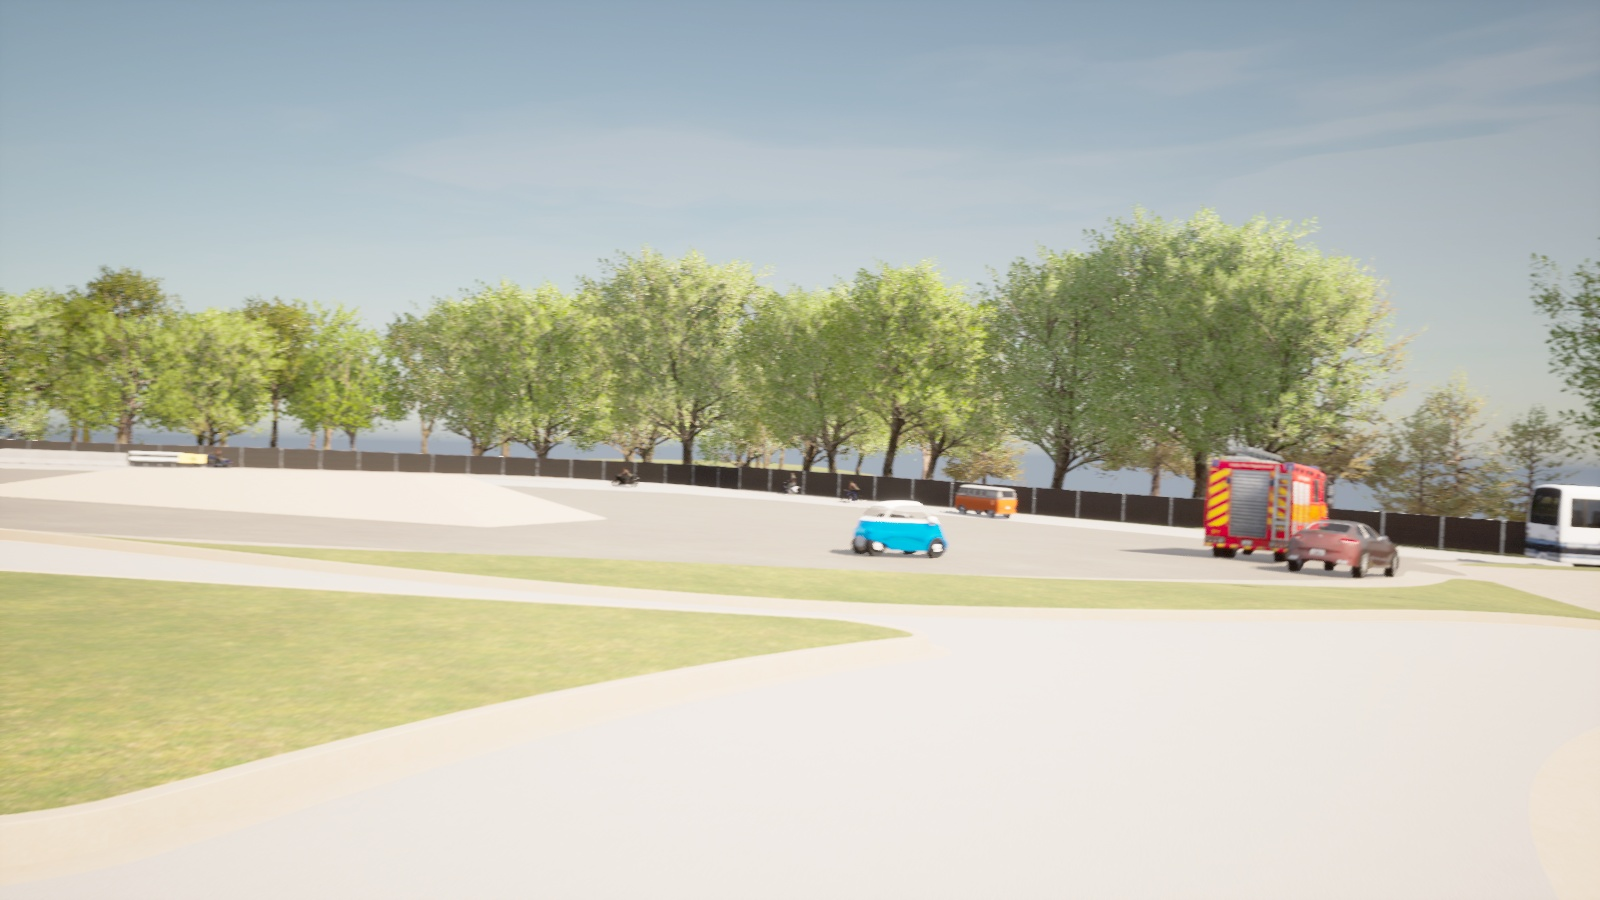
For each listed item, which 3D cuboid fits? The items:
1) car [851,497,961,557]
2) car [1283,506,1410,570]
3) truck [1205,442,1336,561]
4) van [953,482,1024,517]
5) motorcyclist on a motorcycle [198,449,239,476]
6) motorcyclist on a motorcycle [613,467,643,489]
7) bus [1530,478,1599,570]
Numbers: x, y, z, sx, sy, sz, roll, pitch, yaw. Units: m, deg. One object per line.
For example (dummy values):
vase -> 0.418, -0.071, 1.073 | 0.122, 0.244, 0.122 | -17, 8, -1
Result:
car -> 2.616, 1.898, 30.988 | 2.207, 1.376, 1.481 | 3, -1, -26
car -> 16.697, 2.682, 38.228 | 2.152, 1.651, 5.027 | 3, -1, 40
truck -> 17.305, 1.905, 45.756 | 2.891, 3.827, 8.468 | 3, -2, 30
van -> 12.279, 3.223, 82.032 | 1.775, 1.987, 4.442 | 2, 1, -38
motorcyclist on a motorcycle -> -40.069, 0.839, 86.548 | 0.766, 1.649, 2.350 | 1, -5, 44
motorcyclist on a motorcycle -> -12.834, 2.096, 93.940 | 2.044, 1.523, 0.797 | 3, 0, 4
bus -> 42.275, 3.778, 61.656 | 10.273, 4.253, 3.944 | 3, 1, 4
